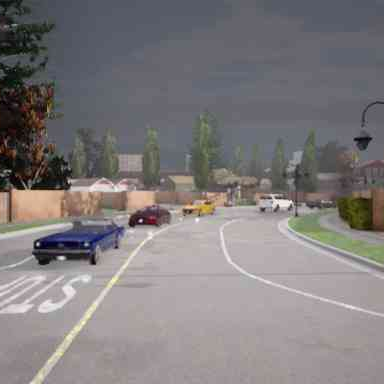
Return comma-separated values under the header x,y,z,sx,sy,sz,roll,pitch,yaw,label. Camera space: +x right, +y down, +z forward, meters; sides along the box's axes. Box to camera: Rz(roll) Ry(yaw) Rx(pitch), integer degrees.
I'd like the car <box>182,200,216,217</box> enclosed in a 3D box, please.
x,y,z,sx,sy,sz,roll,pitch,yaw,label
0.759,1.594,33.243,1.882,1.535,5.008,0,0,28,car

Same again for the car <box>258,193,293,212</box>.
x,y,z,sx,sy,sz,roll,pitch,yaw,label
10.193,1.337,40.301,2.150,2.045,5.566,-1,0,43,car

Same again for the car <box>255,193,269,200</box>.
x,y,z,sx,sy,sz,roll,pitch,yaw,label
15.122,1.025,71.864,1.816,1.474,4.193,-2,0,-2,car

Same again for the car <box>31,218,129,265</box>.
x,y,z,sx,sy,sz,roll,pitch,yaw,label
-3.813,1.644,11.995,1.895,1.301,4.718,0,0,1,car

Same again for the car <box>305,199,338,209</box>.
x,y,z,sx,sy,sz,roll,pitch,yaw,label
18.479,1.702,46.987,5.357,1.411,2.033,0,-1,-28,car

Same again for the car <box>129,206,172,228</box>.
x,y,z,sx,sy,sz,roll,pitch,yaw,label
-2.804,1.647,22.901,1.994,1.385,4.181,0,0,13,car
